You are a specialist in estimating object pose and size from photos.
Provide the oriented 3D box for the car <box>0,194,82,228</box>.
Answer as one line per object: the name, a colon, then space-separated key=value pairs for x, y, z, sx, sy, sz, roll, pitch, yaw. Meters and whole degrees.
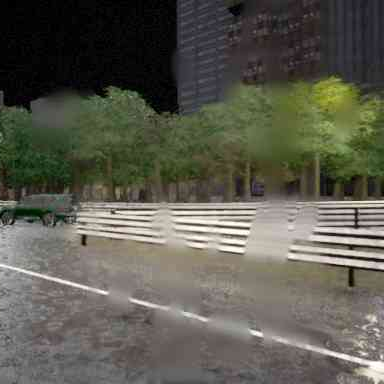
car: x=-9.994 y=1.175 z=22.064 sx=5.566 sy=2.045 sz=2.150 roll=0 pitch=0 yaw=18
